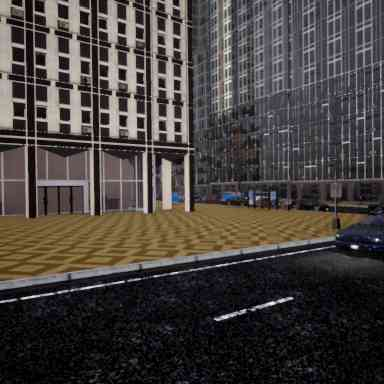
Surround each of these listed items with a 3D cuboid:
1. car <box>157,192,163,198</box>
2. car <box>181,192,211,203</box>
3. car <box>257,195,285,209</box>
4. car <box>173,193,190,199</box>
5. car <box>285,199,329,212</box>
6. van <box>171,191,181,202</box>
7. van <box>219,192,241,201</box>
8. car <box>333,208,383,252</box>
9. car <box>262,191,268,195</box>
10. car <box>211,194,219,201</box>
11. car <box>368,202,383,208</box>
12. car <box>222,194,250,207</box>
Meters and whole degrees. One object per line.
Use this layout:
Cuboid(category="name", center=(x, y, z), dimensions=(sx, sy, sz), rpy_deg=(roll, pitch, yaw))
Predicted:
Cuboid(category="car", center=(-5.606, 0.614, 79.012), dimensions=(2.192, 1.841, 5.009), rpy_deg=(0, 1, -34))
Cuboid(category="car", center=(0.691, 1.069, 59.540), dimensions=(2.128, 1.511, 4.902), rpy_deg=(-1, 1, -34))
Cuboid(category="car", center=(9.752, 1.386, 41.348), dimensions=(1.802, 1.307, 4.206), rpy_deg=(-1, 1, -34))
Cuboid(category="car", center=(-2.408, 0.934, 74.316), dimensions=(1.802, 1.307, 4.206), rpy_deg=(0, 1, -34))
Cuboid(category="car", center=(12.935, 1.422, 36.637), dimensions=(1.947, 1.339, 4.313), rpy_deg=(-1, 1, -34))
Cuboid(category="van", center=(-2.943, 0.936, 60.203), dimensions=(1.690, 1.788, 3.998), rpy_deg=(0, 1, -34))
Cuboid(category="van", center=(7.182, 0.853, 60.215), dimensions=(1.690, 1.788, 3.998), rpy_deg=(-1, 1, -34))
Cuboid(category="car", center=(7.890, 1.540, 13.239), dimensions=(5.357, 1.411, 2.033), rpy_deg=(0, 0, -35))
Cuboid(category="car", center=(9.930, 0.951, 45.864), dimensions=(2.150, 2.045, 5.566), rpy_deg=(-1, 1, -34))
Cuboid(category="car", center=(3.986, 1.042, 64.918), dimensions=(1.802, 1.307, 4.206), rpy_deg=(-1, 1, -34))
Cuboid(category="car", center=(19.674, 1.482, 31.787), dimensions=(1.895, 1.301, 4.718), rpy_deg=(-1, 1, -36))
Cuboid(category="car", center=(6.603, 1.318, 46.079), dimensions=(1.947, 1.339, 4.313), rpy_deg=(-1, 1, -34))
